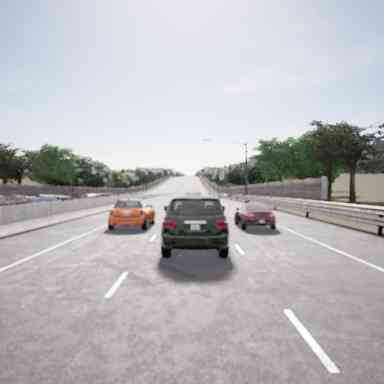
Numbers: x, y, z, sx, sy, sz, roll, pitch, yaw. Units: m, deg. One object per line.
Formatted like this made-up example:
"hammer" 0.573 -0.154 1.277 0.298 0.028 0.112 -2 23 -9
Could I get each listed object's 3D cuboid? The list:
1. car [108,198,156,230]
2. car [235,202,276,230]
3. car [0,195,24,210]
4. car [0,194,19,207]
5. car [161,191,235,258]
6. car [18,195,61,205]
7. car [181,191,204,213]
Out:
"car" -3.410 1.151 19.598 2.097 1.767 4.553 0 1 1
"car" 3.594 1.327 19.363 1.812 1.442 4.674 0 0 0
"car" -21.101 1.153 37.378 1.882 1.535 5.008 0 0 0
"car" -17.602 1.056 32.295 2.097 1.767 4.553 0 0 0
"car" 0.096 1.090 12.364 2.150 2.045 5.566 0 1 0
"car" -14.103 1.186 31.622 1.882 1.535 5.008 0 0 0
"car" 0.090 0.919 33.868 2.150 2.045 5.566 0 0 0
